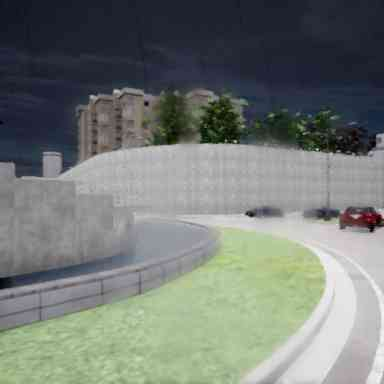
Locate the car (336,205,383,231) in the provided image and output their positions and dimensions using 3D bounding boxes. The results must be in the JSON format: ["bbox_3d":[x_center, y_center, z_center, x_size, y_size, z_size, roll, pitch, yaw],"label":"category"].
[{"bbox_3d":[12.078,1.719,23.553,2.097,1.767,4.553,-1,-1,38],"label":"car"}]

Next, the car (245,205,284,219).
[{"bbox_3d":[7.956,2.168,36.307,4.181,1.385,1.994,0,-1,-19],"label":"car"}]

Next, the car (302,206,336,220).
[{"bbox_3d":[13.636,2.121,34.854,4.181,1.385,1.994,0,-1,-27],"label":"car"}]
